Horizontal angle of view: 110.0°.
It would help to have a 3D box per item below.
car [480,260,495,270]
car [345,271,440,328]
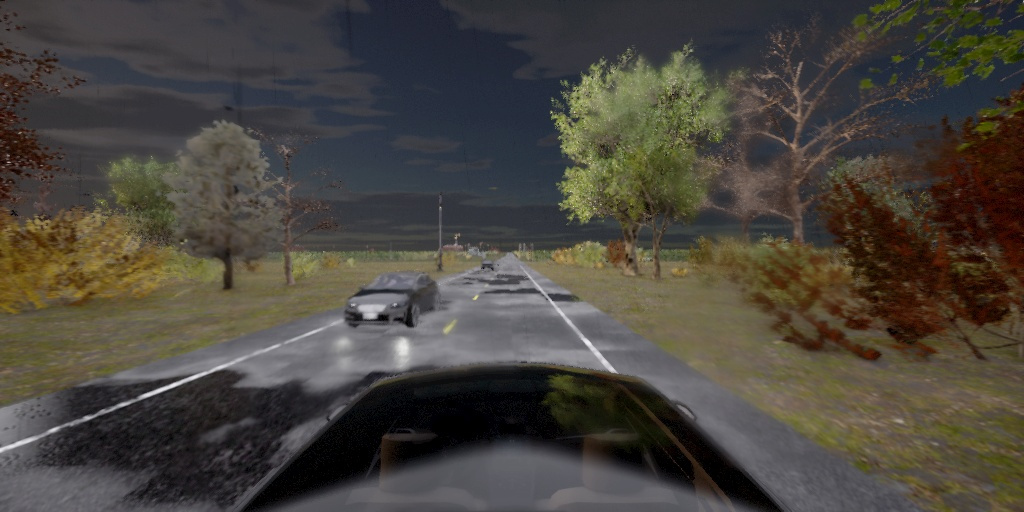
[{"bbox_3d":[-3.566,1.356,53.087,2.033,1.411,5.357,0,0,1],"label":"car"},{"bbox_3d":[-3.599,1.260,11.572,2.128,1.511,4.902,0,0,0],"label":"car"}]
